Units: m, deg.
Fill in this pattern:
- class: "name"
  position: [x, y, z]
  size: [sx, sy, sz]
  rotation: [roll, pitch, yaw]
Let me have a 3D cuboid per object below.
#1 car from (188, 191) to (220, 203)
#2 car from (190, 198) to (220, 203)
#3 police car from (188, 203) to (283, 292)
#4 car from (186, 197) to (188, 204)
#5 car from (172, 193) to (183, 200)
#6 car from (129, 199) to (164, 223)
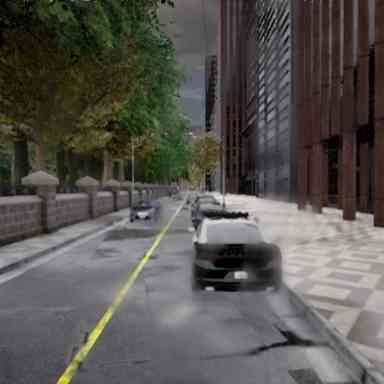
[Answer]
- class: "car"
  position: [0.981, 1.058, 24.663]
  size: [2.097, 1.767, 4.553]
  rotation: [0, 1, 0]
- class: "car"
  position: [0.960, 1.285, 18.695]
  size: [1.837, 1.490, 4.892]
  rotation: [0, 1, 0]
- class: "police car"
  position: [0.927, 1.323, 8.805]
  size: [1.930, 1.638, 5.238]
  rotation: [0, 1, 0]
- class: "car"
  position: [0.176, 0.985, 46.885]
  size: [2.033, 1.411, 5.357]
  rotation: [0, 1, 1]
- class: "car"
  position: [-2.807, 0.844, 64.211]
  size: [1.895, 1.301, 4.718]
  rotation: [0, 1, 1]
- class: "car"
  position: [-3.025, 1.221, 22.794]
  size: [2.128, 1.511, 4.902]
  rotation: [0, 1, 0]
